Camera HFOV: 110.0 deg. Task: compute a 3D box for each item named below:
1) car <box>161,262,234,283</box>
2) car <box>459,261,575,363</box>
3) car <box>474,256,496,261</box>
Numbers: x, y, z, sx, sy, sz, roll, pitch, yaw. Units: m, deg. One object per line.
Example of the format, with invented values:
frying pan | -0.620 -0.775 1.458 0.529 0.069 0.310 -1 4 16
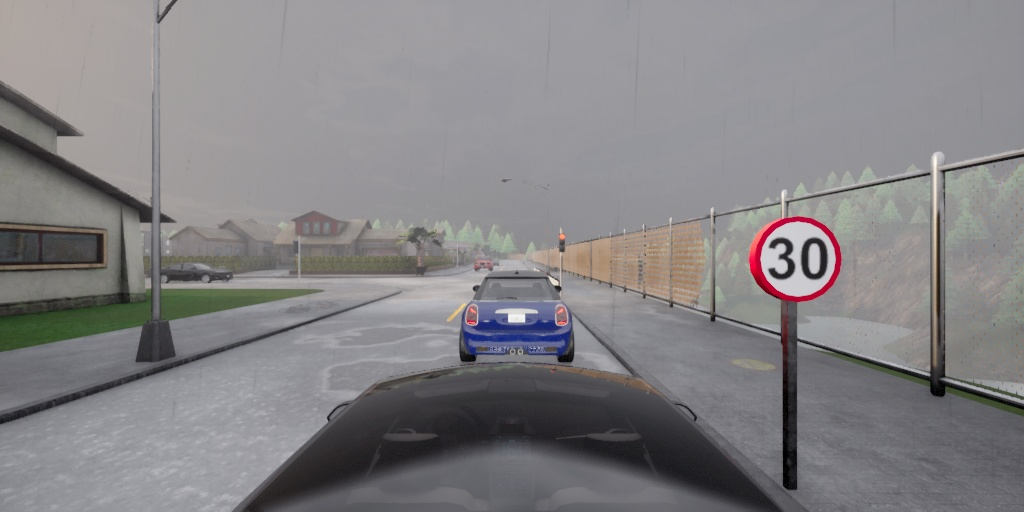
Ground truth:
car | -23.612 1.227 26.708 5.008 1.535 1.882 0 0 1
car | 0.117 1.102 8.357 2.097 1.767 4.553 0 0 1
car | -3.683 0.971 47.366 2.150 2.045 5.566 0 0 1
